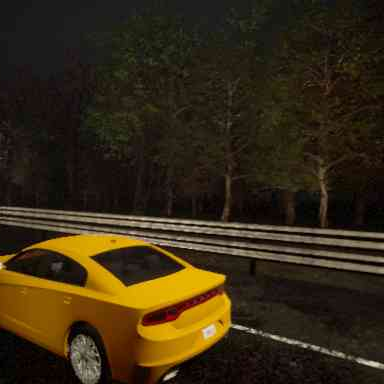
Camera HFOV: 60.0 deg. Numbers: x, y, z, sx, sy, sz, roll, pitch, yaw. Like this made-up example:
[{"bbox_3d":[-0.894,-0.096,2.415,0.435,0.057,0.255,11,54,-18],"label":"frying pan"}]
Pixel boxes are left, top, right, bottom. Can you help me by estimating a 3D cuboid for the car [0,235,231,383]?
[{"bbox_3d":[-1.808,1.442,5.298,5.008,1.535,1.882,1,0,36],"label":"car"}]
